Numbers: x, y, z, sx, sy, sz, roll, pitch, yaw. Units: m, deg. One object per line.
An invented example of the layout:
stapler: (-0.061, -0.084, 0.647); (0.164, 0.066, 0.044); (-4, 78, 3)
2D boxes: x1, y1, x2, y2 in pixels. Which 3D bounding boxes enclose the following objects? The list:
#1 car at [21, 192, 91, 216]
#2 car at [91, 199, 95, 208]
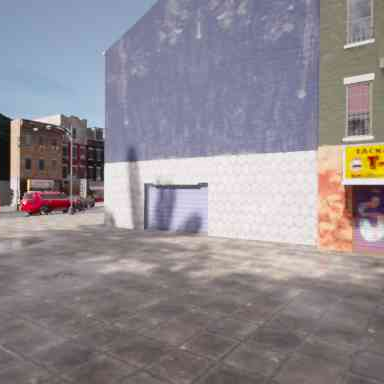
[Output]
car: (-12.203, 0.990, 29.568); (2.150, 2.045, 5.566); (1, 1, 35)
car: (-12.369, 1.182, 34.426); (2.128, 1.511, 4.902); (1, 1, 36)
